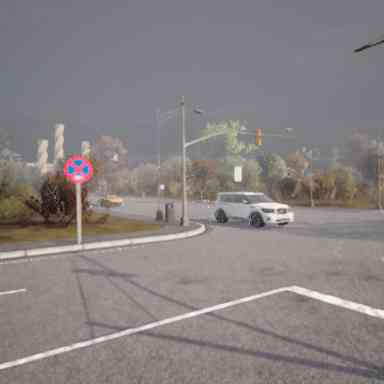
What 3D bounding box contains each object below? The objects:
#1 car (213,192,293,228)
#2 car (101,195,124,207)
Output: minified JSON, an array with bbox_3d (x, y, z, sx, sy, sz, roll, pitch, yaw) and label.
[{"bbox_3d":[3.522,1.005,20.379,2.150,2.045,5.566,-1,1,-31],"label":"car"},{"bbox_3d":[-10.415,1.176,43.311,1.882,1.535,5.008,-1,1,-31],"label":"car"}]
